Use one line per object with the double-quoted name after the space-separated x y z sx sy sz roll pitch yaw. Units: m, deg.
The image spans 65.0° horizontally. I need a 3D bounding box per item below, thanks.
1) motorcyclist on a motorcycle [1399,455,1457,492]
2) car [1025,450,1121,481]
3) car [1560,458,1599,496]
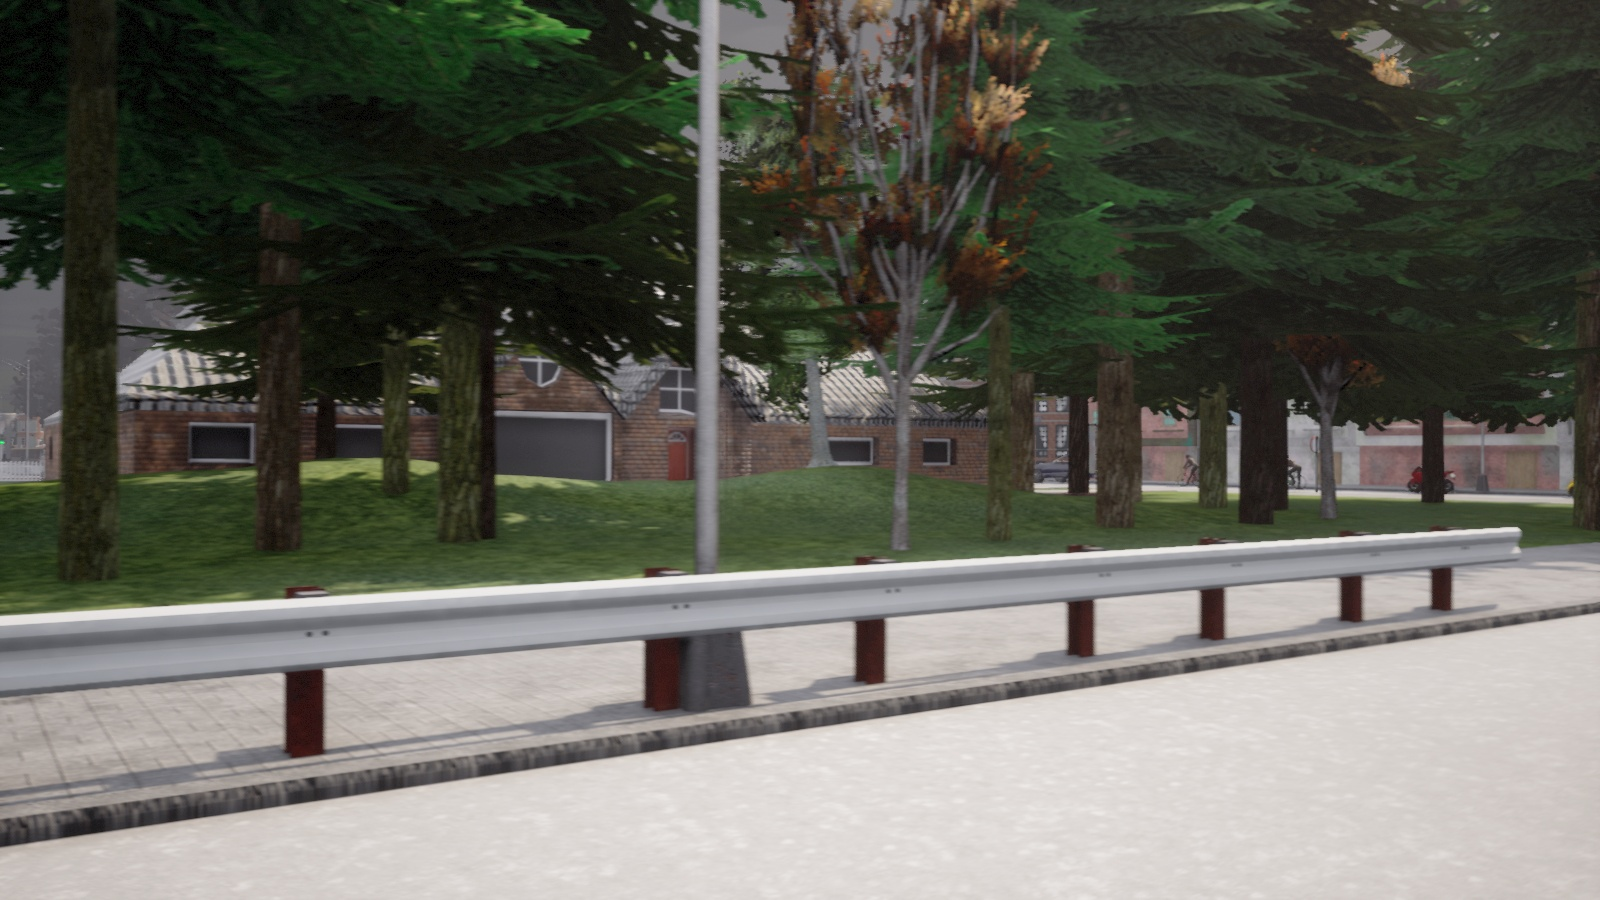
26.277 0.968 52.565 0.797 1.523 2.044 0 -1 -35 "motorcyclist on a motorcycle"
14.938 0.831 69.043 2.152 1.651 5.027 0 0 -35 "car"
30.044 1.019 47.075 1.481 1.376 2.207 0 0 -34 "car"
